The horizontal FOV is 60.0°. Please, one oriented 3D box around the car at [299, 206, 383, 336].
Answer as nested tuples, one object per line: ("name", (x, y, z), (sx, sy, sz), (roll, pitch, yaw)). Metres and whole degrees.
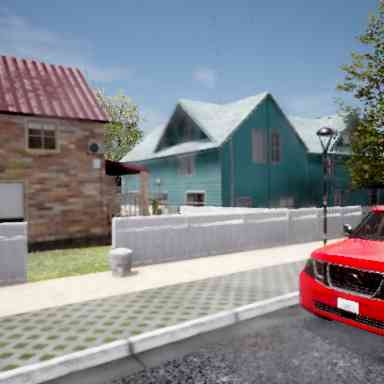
("car", (4.413, 1.223, 6.216), (5.566, 2.045, 2.150), (0, 0, -35))
